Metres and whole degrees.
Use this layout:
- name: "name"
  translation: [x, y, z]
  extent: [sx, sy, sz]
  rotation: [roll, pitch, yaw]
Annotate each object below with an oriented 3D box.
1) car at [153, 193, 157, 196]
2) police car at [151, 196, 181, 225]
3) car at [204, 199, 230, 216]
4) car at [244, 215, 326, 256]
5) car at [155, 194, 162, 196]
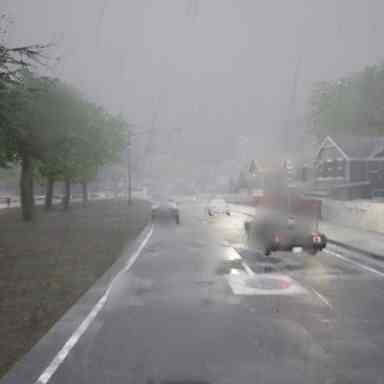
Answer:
- name: "car"
  translation: [-7.805, 0.863, 75.718]
  extent: [1.882, 1.535, 5.008]
  rotation: [0, 1, -12]
- name: "police car"
  translation: [-1.842, 1.336, 23.482]
  extent: [1.930, 1.638, 5.238]
  rotation: [0, 0, -4]
- name: "car"
  translation: [2.256, 1.387, 30.494]
  extent: [1.812, 1.442, 4.674]
  rotation: [0, 0, -5]
- name: "car"
  translation: [3.316, 1.554, 12.890]
  extent: [1.895, 1.301, 4.718]
  rotation: [0, 0, -2]
- name: "car"
  translation: [-3.213, 1.338, 39.342]
  extent: [1.812, 1.442, 4.674]
  rotation: [0, 0, -6]
